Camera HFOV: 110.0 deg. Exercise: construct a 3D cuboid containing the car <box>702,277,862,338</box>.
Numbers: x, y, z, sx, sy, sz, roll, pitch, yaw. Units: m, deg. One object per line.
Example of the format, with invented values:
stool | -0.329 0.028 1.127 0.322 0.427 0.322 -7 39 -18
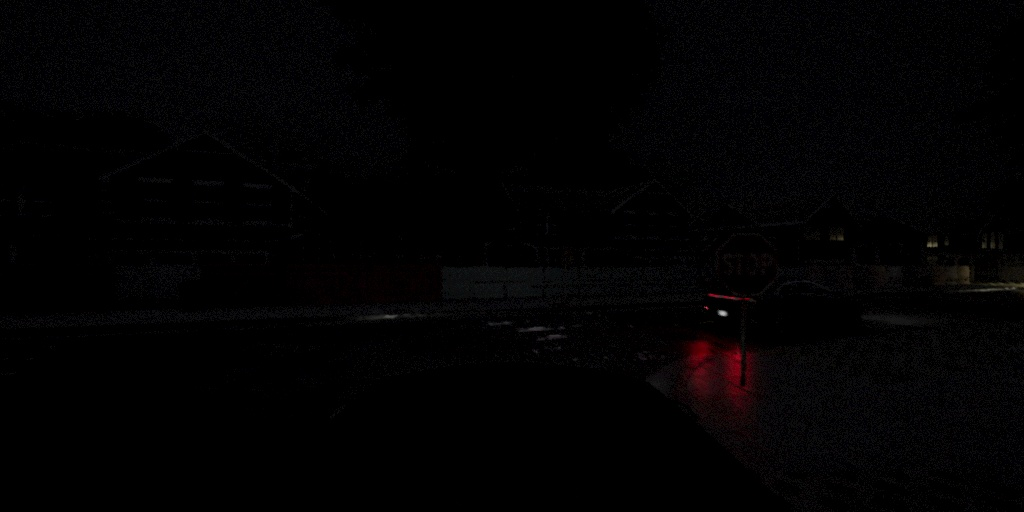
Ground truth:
car | 7.914 1.353 10.463 4.902 1.511 2.128 1 0 -20
